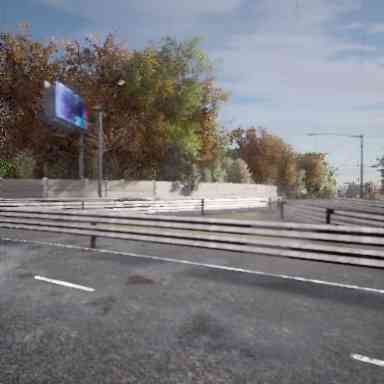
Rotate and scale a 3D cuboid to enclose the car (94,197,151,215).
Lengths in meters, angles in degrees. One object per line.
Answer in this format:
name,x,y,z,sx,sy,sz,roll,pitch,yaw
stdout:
car,-5.915,1.245,28.550,4.892,1.490,1.837,0,1,-30
